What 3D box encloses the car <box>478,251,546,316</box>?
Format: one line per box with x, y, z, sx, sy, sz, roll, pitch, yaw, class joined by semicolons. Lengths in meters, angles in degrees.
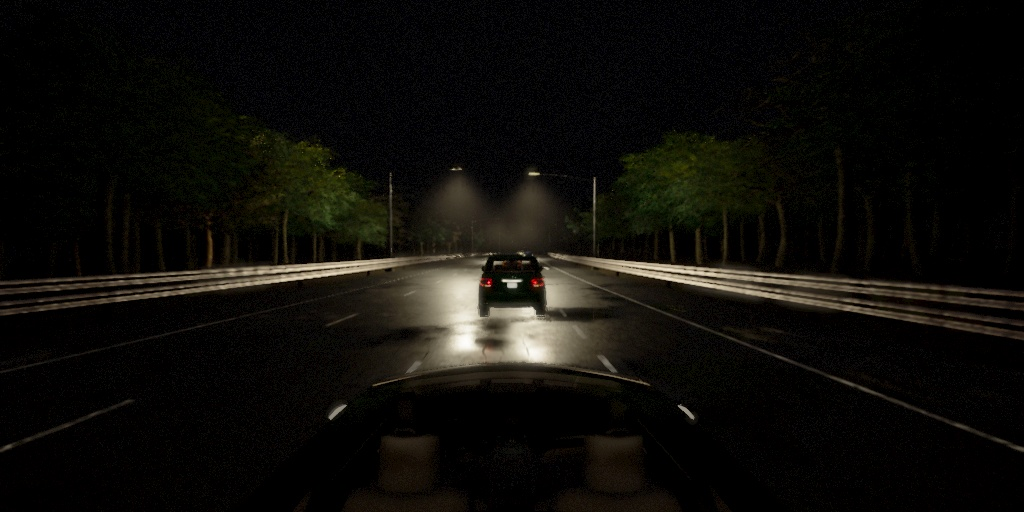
0.006;0.951;13.270;2.150;2.045;5.566;0;0;0;car
